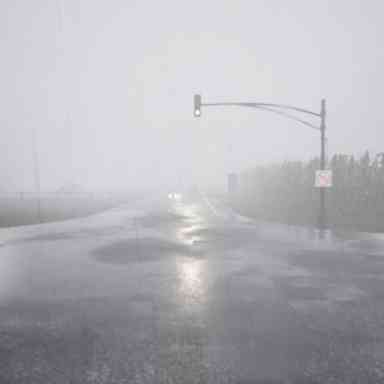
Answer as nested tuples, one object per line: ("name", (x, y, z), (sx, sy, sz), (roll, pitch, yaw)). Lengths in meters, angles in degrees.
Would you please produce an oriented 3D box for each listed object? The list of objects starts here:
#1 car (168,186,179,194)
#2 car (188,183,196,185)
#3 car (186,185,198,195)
("car", (-3.483, -0.442, 63.438), (2.128, 1.511, 4.902), (0, 2, 0))
("car", (0.018, -0.916, 69.281), (2.150, 2.045, 5.566), (0, 2, 0))
("car", (0.015, -0.201, 59.294), (1.895, 1.301, 4.718), (0, 2, 0))
